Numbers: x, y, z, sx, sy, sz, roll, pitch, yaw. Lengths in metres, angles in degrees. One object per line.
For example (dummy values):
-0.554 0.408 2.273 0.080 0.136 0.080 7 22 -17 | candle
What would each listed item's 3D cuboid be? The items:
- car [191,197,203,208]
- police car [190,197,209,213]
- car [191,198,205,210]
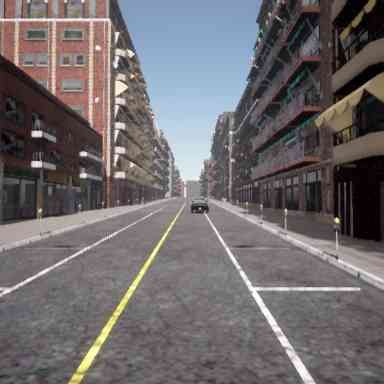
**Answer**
0.824 1.583 52.732 1.801 1.575 5.366 0 0 0 | car
0.825 1.484 36.644 1.930 1.638 5.238 0 0 0 | police car
0.824 1.630 46.539 1.837 1.490 4.892 0 0 0 | car
